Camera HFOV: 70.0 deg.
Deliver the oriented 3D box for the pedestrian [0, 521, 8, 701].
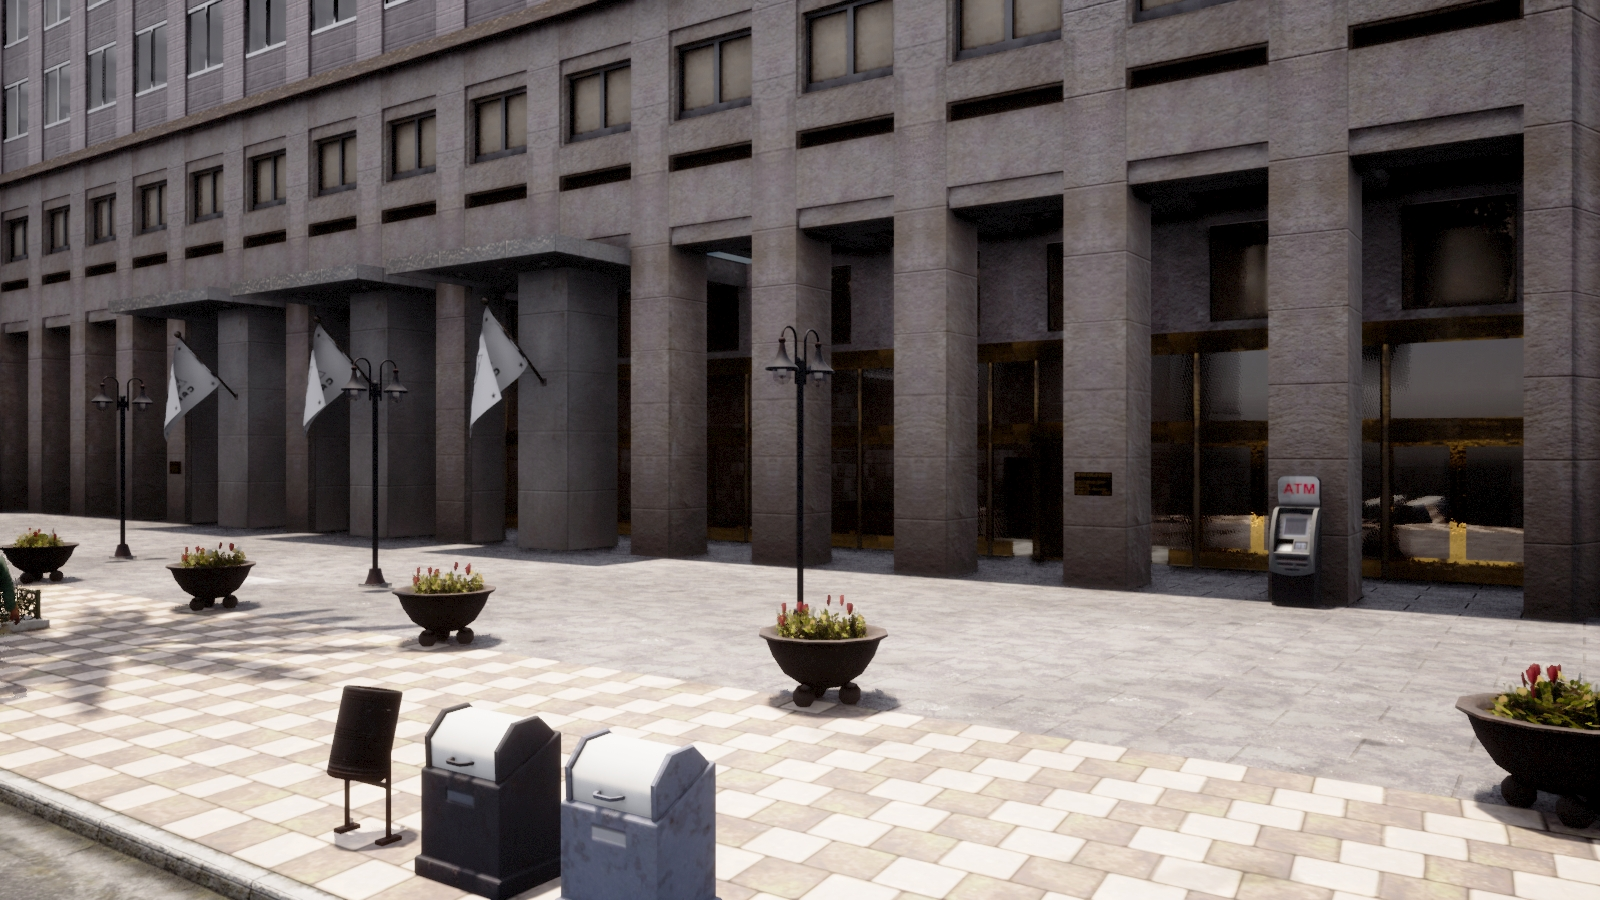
[{"bbox_3d":[-8.591,1.690,12.025,0.375,1.860,0.375,0,0,-29],"label":"pedestrian"}]
